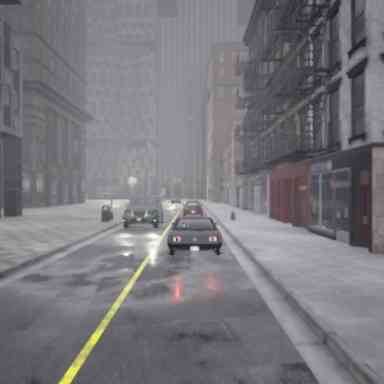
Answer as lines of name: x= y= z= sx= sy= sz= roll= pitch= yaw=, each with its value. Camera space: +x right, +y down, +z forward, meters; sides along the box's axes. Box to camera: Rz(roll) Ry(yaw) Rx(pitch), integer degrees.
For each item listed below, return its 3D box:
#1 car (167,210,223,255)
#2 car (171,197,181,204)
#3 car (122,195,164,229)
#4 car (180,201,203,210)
car: x=0.100 y=1.613 z=13.390 sx=1.895 sy=1.301 sz=4.718 roll=0 pitch=0 yaw=0
car: x=-3.016 y=1.606 z=63.667 sx=2.033 sy=1.411 sz=5.357 roll=0 pitch=0 yaw=0
car: x=-3.100 y=1.242 z=22.219 sx=2.150 sy=2.045 sz=5.566 roll=0 pitch=0 yaw=0
car: x=0.100 y=1.554 z=31.287 sx=1.812 sy=1.442 sz=4.674 roll=0 pitch=0 yaw=0
